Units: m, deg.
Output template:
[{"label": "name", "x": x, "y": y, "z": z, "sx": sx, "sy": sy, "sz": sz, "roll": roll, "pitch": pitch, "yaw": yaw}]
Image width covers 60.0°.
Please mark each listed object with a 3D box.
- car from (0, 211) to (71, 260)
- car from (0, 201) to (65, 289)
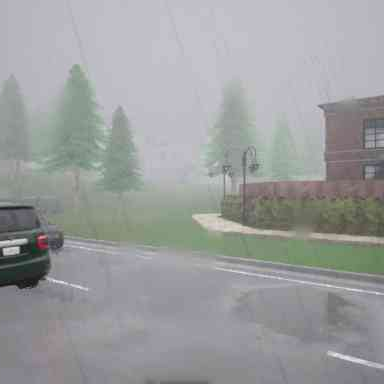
[{"label": "car", "x": -6.929, "y": 1.564, "z": 13.120, "sx": 4.181, "sy": 1.385, "sz": 1.994, "roll": 0, "pitch": 0, "yaw": 35}, {"label": "car", "x": -5.675, "y": 1.222, "z": 7.958, "sx": 5.566, "sy": 2.045, "sz": 2.150, "roll": 0, "pitch": 0, "yaw": 35}]
